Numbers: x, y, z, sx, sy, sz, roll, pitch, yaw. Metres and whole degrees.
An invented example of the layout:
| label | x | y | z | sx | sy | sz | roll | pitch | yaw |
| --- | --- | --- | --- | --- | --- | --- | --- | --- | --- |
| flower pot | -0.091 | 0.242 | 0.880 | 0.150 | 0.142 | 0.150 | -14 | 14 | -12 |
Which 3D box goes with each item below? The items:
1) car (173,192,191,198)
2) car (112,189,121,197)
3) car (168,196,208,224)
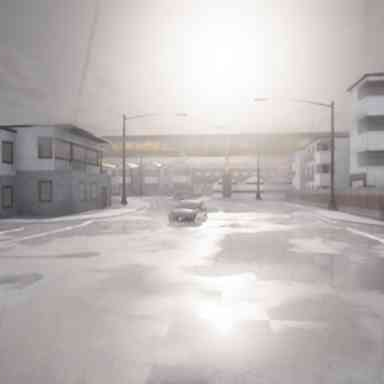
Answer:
| label | x | y | z | sx | sy | sz | roll | pitch | yaw |
| --- | --- | --- | --- | --- | --- | --- | --- | --- | --- |
| car | -1.275 | 0.710 | 48.976 | 1.895 | 1.301 | 4.718 | 0 | 1 | -19 |
| car | -16.996 | 0.226 | 69.526 | 4.553 | 1.767 | 2.097 | 0 | 0 | 36 |
| car | -0.157 | 1.355 | 23.258 | 1.837 | 1.490 | 4.892 | 3 | 3 | 15 |
